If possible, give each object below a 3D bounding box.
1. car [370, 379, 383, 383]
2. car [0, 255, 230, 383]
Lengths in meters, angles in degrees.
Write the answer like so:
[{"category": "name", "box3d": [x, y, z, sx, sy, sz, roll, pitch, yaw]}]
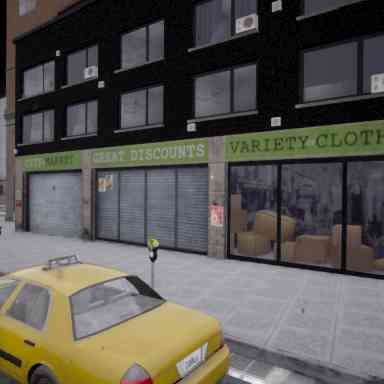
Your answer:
[{"category": "car", "box3d": [2.810, 1.551, 1.085, 4.403, 1.369, 2.008, 0, 1, 36]}, {"category": "car", "box3d": [-1.875, 1.524, 4.428, 4.829, 1.417, 1.752, 0, 1, 36]}]
